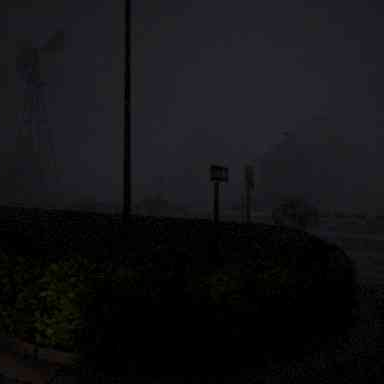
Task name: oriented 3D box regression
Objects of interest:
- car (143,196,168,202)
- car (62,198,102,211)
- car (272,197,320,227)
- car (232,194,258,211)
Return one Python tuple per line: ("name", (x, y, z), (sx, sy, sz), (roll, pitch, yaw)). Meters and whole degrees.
("car", (-5.083, 1.327, 46.157), (1.816, 1.474, 4.193), (0, 0, 35))
("car", (-11.501, 1.349, 34.944), (1.784, 1.438, 3.905), (0, 0, 35))
("car", (6.999, 1.270, 22.170), (1.932, 1.855, 4.605), (0, 0, 35))
("car", (6.278, 1.213, 38.873), (1.905, 1.878, 3.866), (0, 0, 35))
